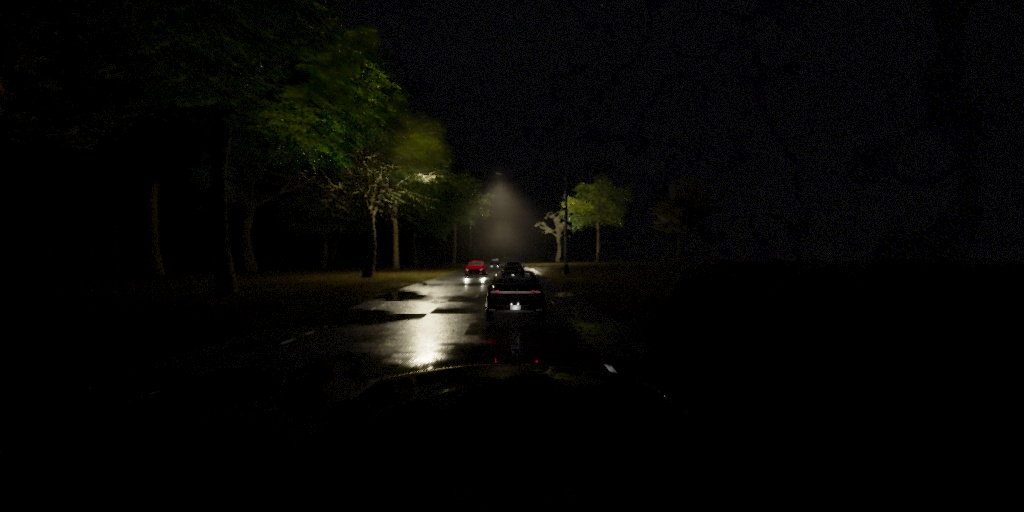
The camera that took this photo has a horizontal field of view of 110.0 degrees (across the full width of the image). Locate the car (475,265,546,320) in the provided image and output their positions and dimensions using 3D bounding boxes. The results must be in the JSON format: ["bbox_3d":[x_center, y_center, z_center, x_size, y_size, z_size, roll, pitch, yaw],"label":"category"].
[{"bbox_3d":[0.099,1.245,12.570,2.128,1.511,4.902,0,0,0],"label":"car"}]

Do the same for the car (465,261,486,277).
[{"bbox_3d":[-3.598,1.216,36.332,1.882,1.535,5.008,0,0,0],"label":"car"}]

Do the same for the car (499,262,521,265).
[{"bbox_3d":[0.096,1.250,30.918,1.837,1.490,4.892,0,0,0],"label":"car"}]
